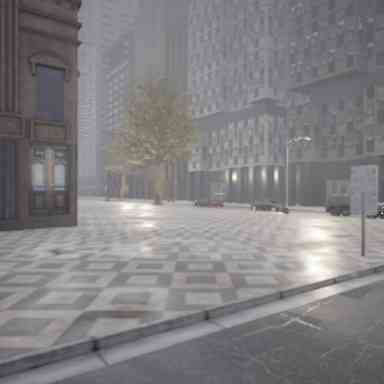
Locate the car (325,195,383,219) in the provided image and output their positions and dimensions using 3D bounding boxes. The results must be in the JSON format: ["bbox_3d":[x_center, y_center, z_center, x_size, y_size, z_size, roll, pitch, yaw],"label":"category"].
[{"bbox_3d":[14.683,1.273,29.532,2.150,2.045,5.566,0,0,-36],"label":"car"}]

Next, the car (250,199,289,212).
[{"bbox_3d":[8.736,1.540,37.804,1.837,1.490,4.892,0,0,-36],"label":"car"}]

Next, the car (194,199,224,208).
[{"bbox_3d":[2.421,1.618,46.605,1.895,1.301,4.718,0,0,-36],"label":"car"}]
